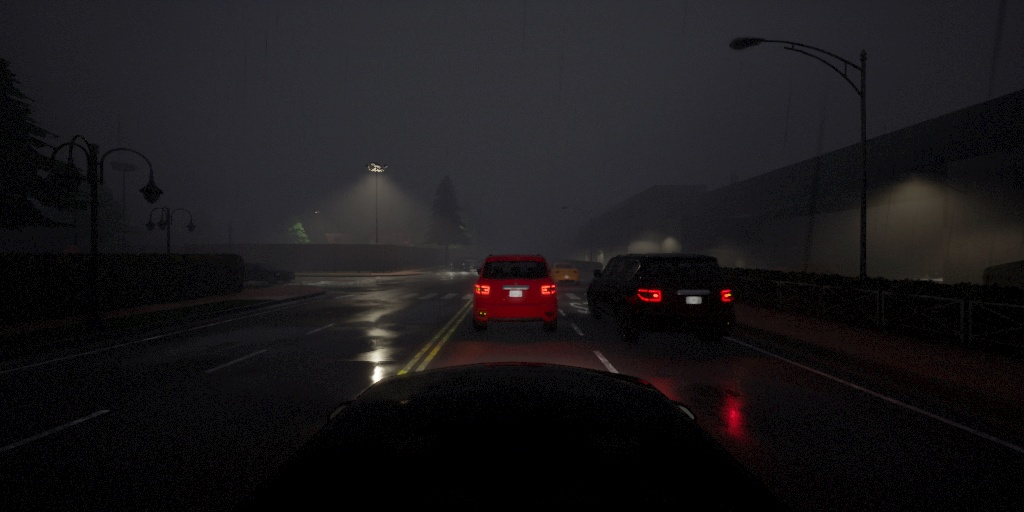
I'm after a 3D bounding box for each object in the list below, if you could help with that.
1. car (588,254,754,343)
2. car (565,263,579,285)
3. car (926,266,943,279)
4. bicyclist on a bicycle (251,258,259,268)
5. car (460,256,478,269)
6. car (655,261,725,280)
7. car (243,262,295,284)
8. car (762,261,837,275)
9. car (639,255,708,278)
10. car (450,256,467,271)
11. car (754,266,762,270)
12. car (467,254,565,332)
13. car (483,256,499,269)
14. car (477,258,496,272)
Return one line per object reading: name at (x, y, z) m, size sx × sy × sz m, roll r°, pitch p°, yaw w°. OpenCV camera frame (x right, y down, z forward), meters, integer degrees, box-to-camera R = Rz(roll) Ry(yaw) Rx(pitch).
car at (3.619, 0.971, 9.801) m, size 2.150 × 2.045 × 5.566 m, roll 0°, pitch 0°, yaw 0°
car at (3.655, 1.227, 26.289) m, size 1.882 × 1.535 × 5.008 m, roll 0°, pitch 0°, yaw 0°
car at (37.983, 1.313, 30.376) m, size 4.181 × 1.385 × 1.994 m, roll 0°, pitch 0°, yaw 0°
bicyclist on a bicycle at (-25.137, 1.037, 35.230) m, size 0.582 × 1.620 × 1.656 m, roll 0°, pitch 0°, yaw 0°
car at (-6.724, 0.972, 56.679) m, size 2.150 × 2.045 × 5.566 m, roll 0°, pitch 0°, yaw 1°
car at (15.006, 1.228, 30.466) m, size 5.008 × 1.535 × 1.882 m, roll 0°, pitch 0°, yaw 0°
car at (-18.605, 1.211, 26.231) m, size 5.008 × 1.535 × 1.882 m, roll 0°, pitch 0°, yaw 0°
car at (24.584, 1.228, 30.434) m, size 5.008 × 1.535 × 1.882 m, roll 0°, pitch 0°, yaw 0°
car at (15.177, 0.971, 33.983) m, size 5.566 × 2.045 × 2.150 m, roll 0°, pitch 0°, yaw 1°
car at (-6.832, 1.102, 47.454) m, size 2.097 × 1.767 × 4.553 m, roll 0°, pitch 0°, yaw 1°
car at (24.943, 1.276, 33.920) m, size 4.674 × 1.442 × 1.812 m, roll 0°, pitch 0°, yaw 0°
car at (0.071, 0.971, 11.044) m, size 2.150 × 2.045 × 5.566 m, roll 0°, pitch 0°, yaw 0°
car at (-3.218, 0.968, 56.993) m, size 2.150 × 2.045 × 5.566 m, roll 0°, pitch 0°, yaw 0°
car at (-3.333, 1.102, 47.331) m, size 2.097 × 1.767 × 4.553 m, roll 0°, pitch 0°, yaw 1°
